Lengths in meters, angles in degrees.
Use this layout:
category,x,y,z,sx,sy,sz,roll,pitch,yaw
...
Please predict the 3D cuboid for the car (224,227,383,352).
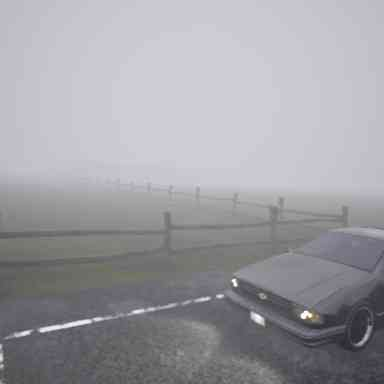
category,x,y,z,sx,sy,sz,roll,pitch,yaw
car,3.203,1.393,5.987,5.357,1.411,2.033,1,3,-31
